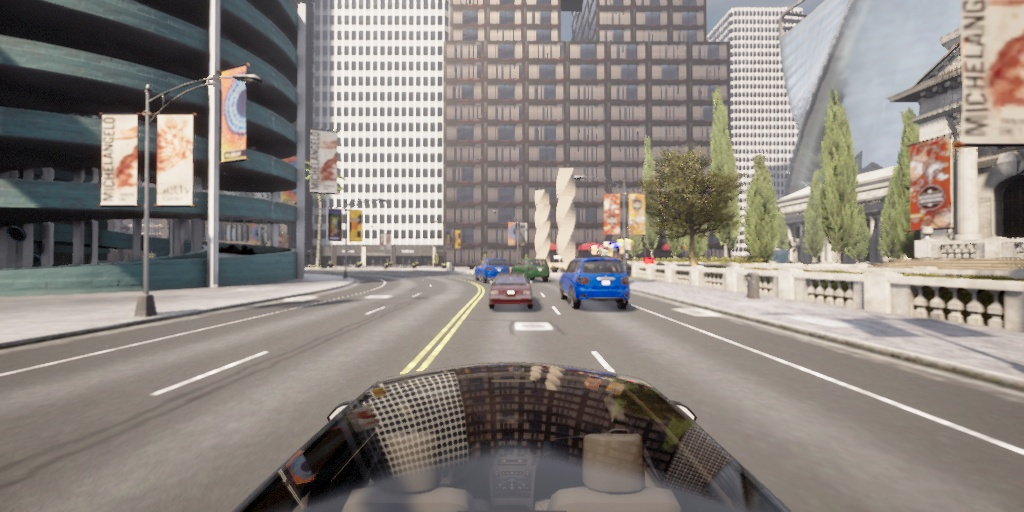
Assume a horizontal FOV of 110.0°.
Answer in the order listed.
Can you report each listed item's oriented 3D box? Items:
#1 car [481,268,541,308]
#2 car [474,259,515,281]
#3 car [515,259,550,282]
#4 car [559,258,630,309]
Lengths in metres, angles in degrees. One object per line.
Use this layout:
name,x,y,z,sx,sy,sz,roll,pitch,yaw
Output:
car,-0.046,1.427,15.834,2.033,1.411,5.357,0,0,0
car,-1.803,1.238,31.205,2.150,2.045,5.566,0,0,-17
car,1.550,1.247,32.211,2.150,2.045,5.566,0,0,-17
car,3.454,1.097,15.873,2.150,2.045,5.566,0,0,0
